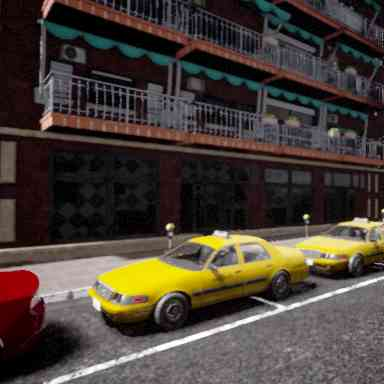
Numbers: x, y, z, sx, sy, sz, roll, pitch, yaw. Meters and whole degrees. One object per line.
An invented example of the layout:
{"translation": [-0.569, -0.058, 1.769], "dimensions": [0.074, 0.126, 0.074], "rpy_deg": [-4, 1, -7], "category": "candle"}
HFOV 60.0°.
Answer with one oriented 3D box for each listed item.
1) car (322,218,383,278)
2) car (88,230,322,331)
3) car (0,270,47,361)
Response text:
{"translation": [5.019, 1.504, 10.128], "dimensions": [4.829, 1.417, 1.752], "rpy_deg": [0, 1, -35], "category": "car"}
{"translation": [0.411, 1.516, 6.839], "dimensions": [4.829, 1.417, 1.752], "rpy_deg": [0, 1, -36], "category": "car"}
{"translation": [-4.058, 1.548, 3.650], "dimensions": [4.507, 1.381, 1.887], "rpy_deg": [0, 1, -36], "category": "car"}
